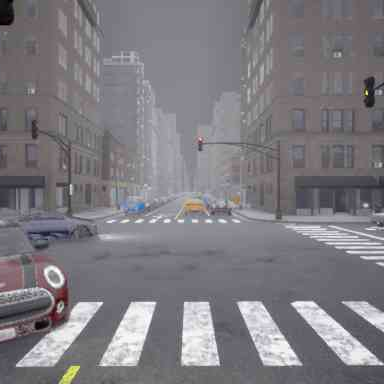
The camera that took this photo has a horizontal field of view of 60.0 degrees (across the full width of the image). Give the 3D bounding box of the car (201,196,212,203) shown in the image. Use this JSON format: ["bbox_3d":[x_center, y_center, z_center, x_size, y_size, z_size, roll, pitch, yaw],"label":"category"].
[{"bbox_3d":[2.940,1.552,67.335,2.008,1.369,4.403,0,0,0],"label":"car"}]

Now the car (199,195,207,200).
[{"bbox_3d":[3.034,1.558,90.012,1.947,1.339,4.313,0,0,0],"label":"car"}]

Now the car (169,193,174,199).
[{"bbox_3d":[-5.562,1.544,73.029,1.887,1.381,4.507,0,0,0],"label":"car"}]

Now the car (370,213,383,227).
[{"bbox_3d":[13.747,1.615,20.656,4.718,1.301,1.895,0,0,0],"label":"car"}]

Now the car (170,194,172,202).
[{"bbox_3d":[-5.585,1.567,67.362,1.947,1.339,4.313,0,0,0],"label":"car"}]

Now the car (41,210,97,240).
[{"bbox_3d":[-6.661,1.558,15.696,4.181,1.385,1.994,0,0,-23],"label":"car"}]

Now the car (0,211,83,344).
[{"bbox_3d":[-3.974,1.354,6.271,2.097,1.767,4.553,-1,0,-39],"label":"car"}]

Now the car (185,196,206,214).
[{"bbox_3d":[0.270,1.480,35.960,1.882,1.535,5.008,0,0,0],"label":"car"}]

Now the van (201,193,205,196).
[{"bbox_3d":[2.893,1.344,55.996,1.690,1.788,3.998,0,0,0],"label":"van"}]

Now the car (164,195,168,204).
[{"bbox_3d":[-5.632,1.569,56.025,1.947,1.339,4.313,0,0,0],"label":"car"}]

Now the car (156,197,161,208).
[{"bbox_3d":[-5.678,1.569,44.689,1.947,1.339,4.313,0,0,0],"label":"car"}]

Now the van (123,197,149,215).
[{"bbox_3d":[-5.725,1.343,33.352,1.690,1.788,3.998,0,0,0],"label":"van"}]

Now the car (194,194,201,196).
[{"bbox_3d":[0.260,1.566,63.403,1.994,1.385,4.181,0,0,0],"label":"car"}]

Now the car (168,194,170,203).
[{"bbox_3d":[-5.609,1.527,61.523,1.752,1.417,4.829,0,0,0],"label":"car"}]

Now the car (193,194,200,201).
[{"bbox_3d":[1.151,1.448,89.512,1.801,1.575,5.366,0,0,0],"label":"car"}]

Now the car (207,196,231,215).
[{"bbox_3d":[2.801,1.442,33.319,1.967,1.590,4.097,0,0,0],"label":"car"}]

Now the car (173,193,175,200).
[{"bbox_3d":[-5.539,1.522,78.528,1.752,1.417,4.829,0,0,0],"label":"car"}]

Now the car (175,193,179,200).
[{"bbox_3d":[-5.492,1.307,90.035,2.192,1.841,5.009,0,0,0],"label":"car"}]

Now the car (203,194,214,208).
[{"bbox_3d":[2.847,1.443,44.657,1.967,1.590,4.097,0,0,0],"label":"car"}]

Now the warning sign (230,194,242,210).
[{"bbox_3d":[5.226,1.118,39.304,1.300,1.860,1.060,0,0,0],"label":"warning sign"}]

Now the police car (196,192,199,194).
[{"bbox_3d":[1.119,1.422,79.417,1.930,1.638,5.238,0,0,-1],"label":"police car"}]

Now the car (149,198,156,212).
[{"bbox_3d":[-5.702,1.443,39.020,1.967,1.590,4.097,0,0,0],"label":"car"}]

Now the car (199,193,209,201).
[{"bbox_3d":[3.010,1.309,84.342,2.192,1.841,5.009,0,0,0],"label":"car"}]

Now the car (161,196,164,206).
[{"bbox_3d":[-5.655,1.585,50.357,1.802,1.307,4.206,0,0,0],"label":"car"}]
